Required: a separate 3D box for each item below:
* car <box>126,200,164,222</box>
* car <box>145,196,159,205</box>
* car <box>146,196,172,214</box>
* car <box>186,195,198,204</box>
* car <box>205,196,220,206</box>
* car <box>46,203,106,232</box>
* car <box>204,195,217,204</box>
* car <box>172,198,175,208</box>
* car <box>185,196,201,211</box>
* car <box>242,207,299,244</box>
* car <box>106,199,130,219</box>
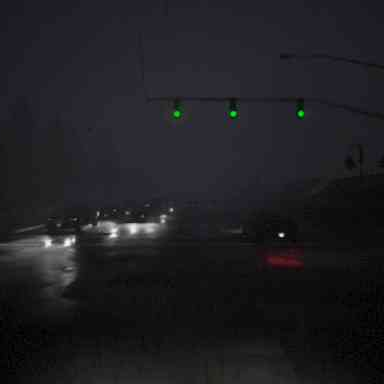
[{"bbox_3d":[-3.579,1.563,26.047,1.994,1.385,4.181,0,0,0],"label":"car"},{"bbox_3d":[-7.002,1.457,58.789,1.882,1.535,5.008,0,0,0],"label":"car"},{"bbox_3d":[-3.577,1.342,34.642,2.097,1.767,4.553,0,0,0],"label":"car"},{"bbox_3d":[0.004,1.441,64.854,2.128,1.511,4.902,0,0,0],"label":"car"},{"bbox_3d":[3.503,1.474,54.923,1.812,1.442,4.674,0,0,0],"label":"car"},{"bbox_3d":[-7.126,1.507,20.337,2.128,1.511,4.902,0,0,1],"label":"car"},{"bbox_3d":[3.503,1.431,64.175,2.128,1.511,4.902,0,0,0],"label":"car"},{"bbox_3d":[-3.537,1.455,47.621,1.882,1.535,5.008,0,0,1],"label":"car"},{"bbox_3d":[0.101,1.522,39.476,2.033,1.411,5.357,0,0,0],"label":"car"},{"bbox_3d":[3.598,1.484,15.794,1.837,1.490,4.892,0,0,0],"label":"car"},{"bbox_3d":[-7.092,1.607,29.600,1.895,1.301,4.718,0,0,0],"label":"car"}]
